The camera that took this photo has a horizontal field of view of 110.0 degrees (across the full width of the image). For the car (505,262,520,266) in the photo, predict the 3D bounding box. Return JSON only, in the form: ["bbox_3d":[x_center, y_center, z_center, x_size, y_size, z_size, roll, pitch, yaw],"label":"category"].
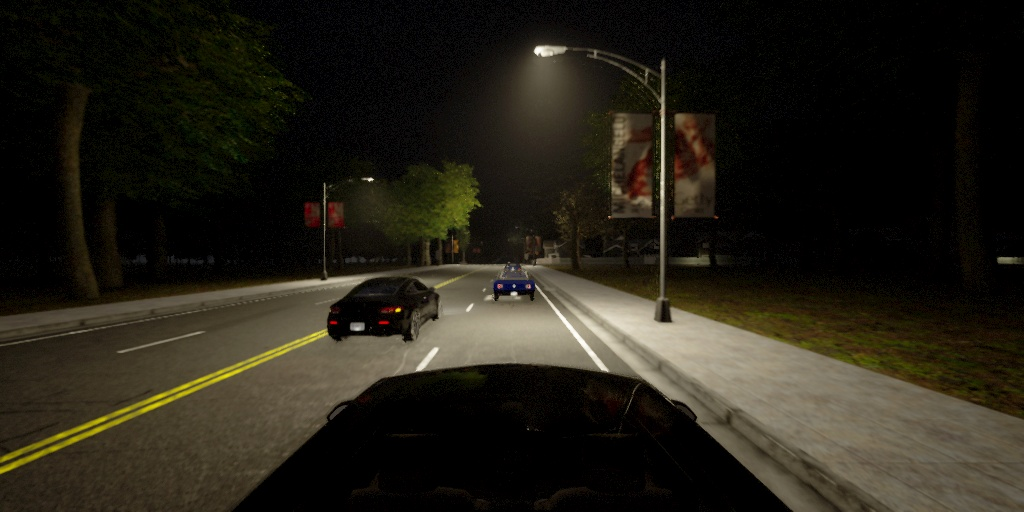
[{"bbox_3d":[0.091,1.322,36.751,2.033,1.411,5.357,0,0,0],"label":"car"}]

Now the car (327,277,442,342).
[{"bbox_3d":[-3.151,1.274,9.612,1.812,1.442,4.674,0,0,0],"label":"car"}]

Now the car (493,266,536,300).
[{"bbox_3d":[0.096,1.354,17.715,1.895,1.301,4.718,0,0,0],"label":"car"}]
